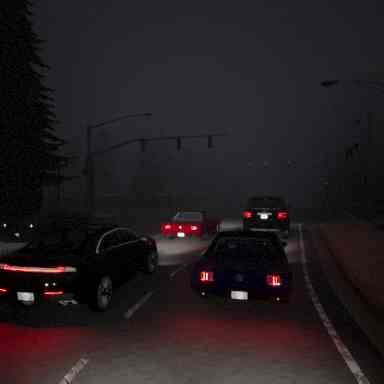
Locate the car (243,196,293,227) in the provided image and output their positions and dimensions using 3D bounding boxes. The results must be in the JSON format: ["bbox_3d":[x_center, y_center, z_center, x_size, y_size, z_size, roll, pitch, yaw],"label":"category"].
[{"bbox_3d":[4.065,1.221,17.638,2.150,2.045,5.566,0,0,17],"label":"car"}]

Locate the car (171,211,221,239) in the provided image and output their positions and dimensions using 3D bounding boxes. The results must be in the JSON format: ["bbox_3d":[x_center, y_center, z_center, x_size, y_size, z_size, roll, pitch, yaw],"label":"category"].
[{"bbox_3d":[0.165,1.601,16.822,1.895,1.301,4.718,0,0,17],"label":"car"}]

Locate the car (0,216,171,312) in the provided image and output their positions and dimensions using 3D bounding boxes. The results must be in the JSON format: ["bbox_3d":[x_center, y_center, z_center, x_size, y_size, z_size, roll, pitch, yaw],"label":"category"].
[{"bbox_3d":[-2.239,1.492,7.809,2.128,1.511,4.902,0,0,11],"label":"car"}]

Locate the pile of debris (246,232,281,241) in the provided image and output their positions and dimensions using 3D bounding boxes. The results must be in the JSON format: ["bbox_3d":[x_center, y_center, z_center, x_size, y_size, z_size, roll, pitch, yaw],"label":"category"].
[{"bbox_3d":[3.540,2.175,16.358,1.500,0.140,1.860,0,0,17],"label":"pile of debris"}]

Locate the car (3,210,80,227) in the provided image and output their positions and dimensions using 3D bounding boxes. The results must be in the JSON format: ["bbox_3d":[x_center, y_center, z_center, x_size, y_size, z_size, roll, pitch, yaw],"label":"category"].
[{"bbox_3d":[-7.224,1.601,17.048,1.895,1.301,4.718,0,0,17],"label":"car"}]

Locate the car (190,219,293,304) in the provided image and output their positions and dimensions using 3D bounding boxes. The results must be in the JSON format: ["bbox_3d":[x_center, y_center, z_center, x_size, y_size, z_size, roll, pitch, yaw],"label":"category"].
[{"bbox_3d":[1.388,1.601,8.243,1.895,1.301,4.718,0,0,13],"label":"car"}]
